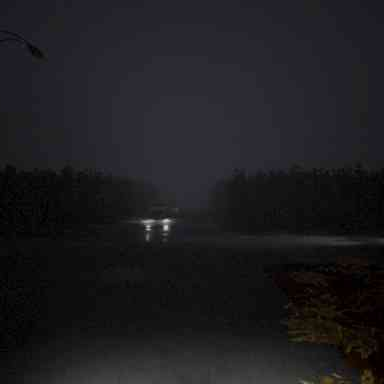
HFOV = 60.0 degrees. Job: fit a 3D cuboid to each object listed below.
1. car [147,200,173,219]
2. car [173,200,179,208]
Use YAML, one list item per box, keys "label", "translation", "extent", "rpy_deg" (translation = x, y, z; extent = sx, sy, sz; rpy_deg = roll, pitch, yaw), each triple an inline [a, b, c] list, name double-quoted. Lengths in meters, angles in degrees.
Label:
- label: "car"
  translation: [-3.129, 1.652, 31.689]
  extent: [1.882, 1.535, 5.008]
  rpy_deg: [0, 0, 0]
- label: "car"
  translation: [-3.151, 1.982, 55.886]
  extent: [2.033, 1.411, 5.357]
  rpy_deg: [0, -1, 0]
